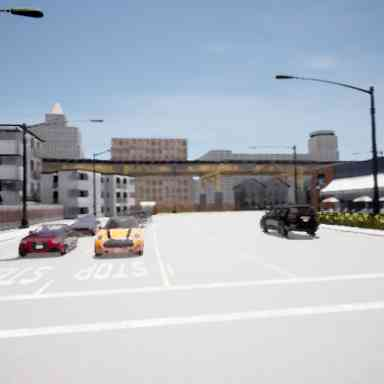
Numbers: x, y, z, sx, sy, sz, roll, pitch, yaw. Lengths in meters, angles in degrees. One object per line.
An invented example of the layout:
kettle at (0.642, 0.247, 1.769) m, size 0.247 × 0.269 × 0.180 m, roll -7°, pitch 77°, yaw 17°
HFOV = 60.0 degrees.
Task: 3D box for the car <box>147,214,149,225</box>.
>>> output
car at (-4.492, 2.549, 24.877) m, size 1.994 × 1.385 × 4.181 m, roll -1°, pitch -2°, yaw -6°

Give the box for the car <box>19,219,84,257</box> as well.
car at (-6.963, 2.300, 16.573) m, size 1.994 × 1.385 × 4.181 m, roll -1°, pitch -2°, yaw -8°

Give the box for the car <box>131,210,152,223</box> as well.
car at (-5.872, 3.004, 38.981) m, size 1.882 × 1.535 × 5.008 m, roll -2°, pitch -2°, yaw 2°

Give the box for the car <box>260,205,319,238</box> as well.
car at (6.472, 1.905, 22.642) m, size 2.150 × 2.045 × 5.566 m, roll -1°, pitch -2°, yaw -8°

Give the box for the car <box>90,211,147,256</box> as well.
car at (-3.394, 2.001, 16.266) m, size 2.097 × 1.767 × 4.553 m, roll -1°, pitch -2°, yaw -8°

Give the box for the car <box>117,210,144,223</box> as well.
car at (-8.543, 3.355, 46.308) m, size 1.837 × 1.490 × 4.892 m, roll -2°, pitch -2°, yaw 13°

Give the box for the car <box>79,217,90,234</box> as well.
car at (-8.228, 2.661, 26.241) m, size 2.033 × 1.411 × 5.357 m, roll -1°, pitch -2°, yaw -8°
